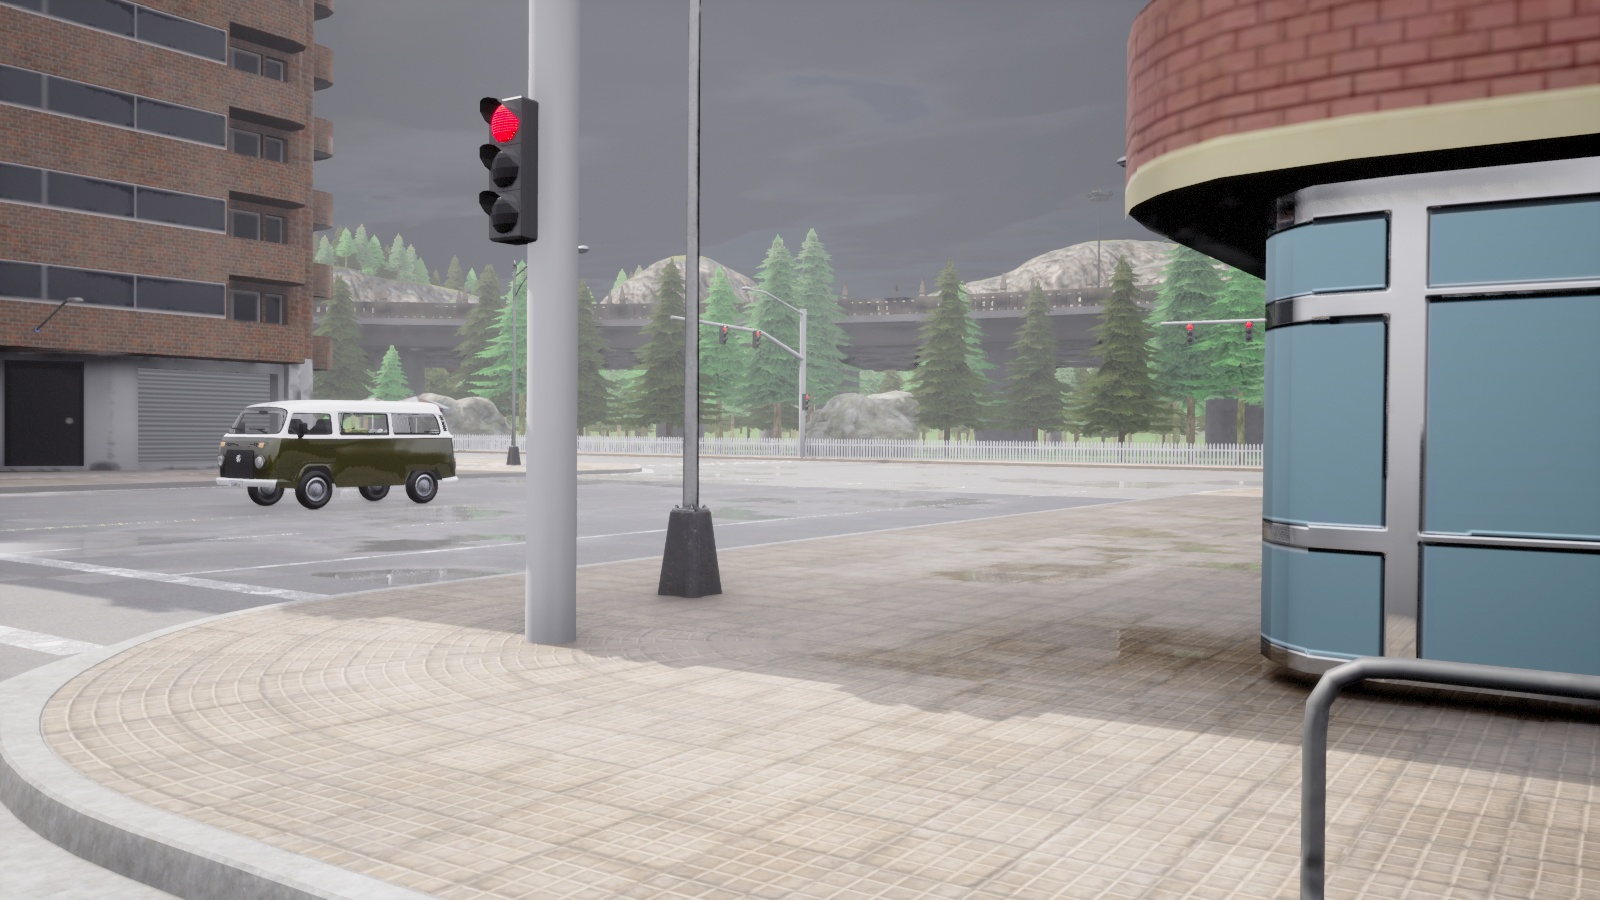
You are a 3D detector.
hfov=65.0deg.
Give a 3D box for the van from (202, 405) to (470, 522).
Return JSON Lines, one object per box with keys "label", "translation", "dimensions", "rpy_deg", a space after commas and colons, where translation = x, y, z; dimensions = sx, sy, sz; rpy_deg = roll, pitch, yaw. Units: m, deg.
{"label": "van", "translation": [-8.850, 0.203, 24.340], "dimensions": [2.069, 2.038, 4.480], "rpy_deg": [0, 1, 34]}
